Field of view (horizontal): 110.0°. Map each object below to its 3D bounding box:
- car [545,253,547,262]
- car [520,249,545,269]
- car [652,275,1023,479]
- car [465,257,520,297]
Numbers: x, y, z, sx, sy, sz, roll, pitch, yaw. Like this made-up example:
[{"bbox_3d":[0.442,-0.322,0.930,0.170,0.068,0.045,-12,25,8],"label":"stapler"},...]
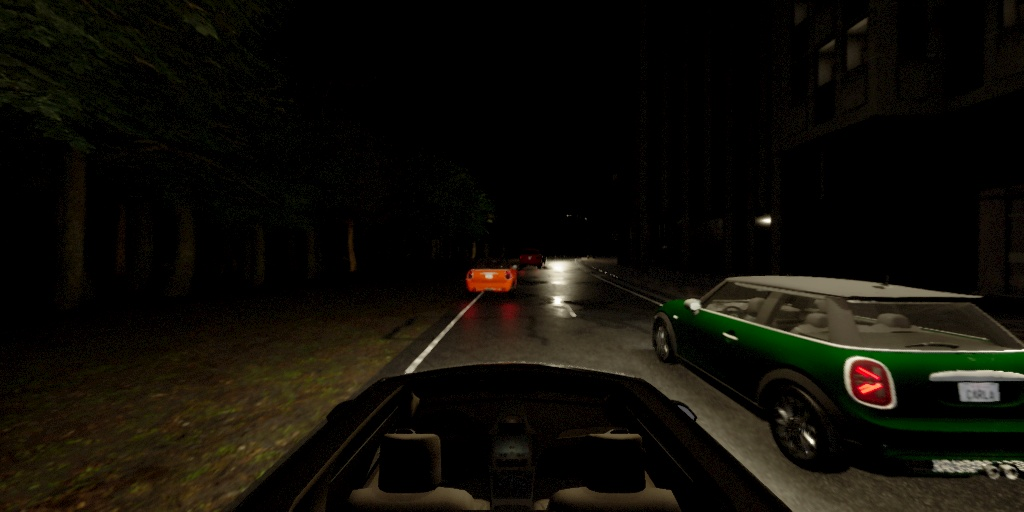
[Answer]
[{"bbox_3d":[3.857,0.030,51.996,2.097,1.767,4.553,0,1,10],"label":"car"},{"bbox_3d":[2.086,0.221,38.362,2.150,2.045,5.566,0,2,8],"label":"car"},{"bbox_3d":[3.674,1.045,4.926,2.097,1.767,4.553,0,1,1],"label":"car"},{"bbox_3d":[-0.843,0.812,16.836,2.097,1.767,4.553,0,1,3],"label":"car"}]
